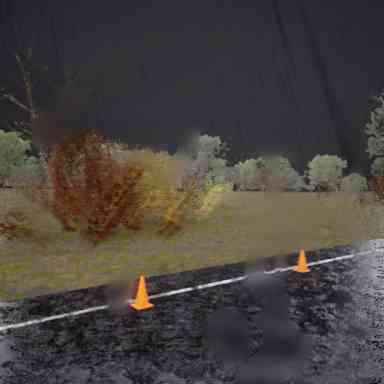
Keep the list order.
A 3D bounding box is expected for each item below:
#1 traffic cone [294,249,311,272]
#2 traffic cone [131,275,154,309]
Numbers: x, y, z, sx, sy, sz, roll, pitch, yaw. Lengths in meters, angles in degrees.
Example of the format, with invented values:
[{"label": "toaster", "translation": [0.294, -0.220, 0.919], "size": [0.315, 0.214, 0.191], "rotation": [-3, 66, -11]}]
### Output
[{"label": "traffic cone", "translation": [3.135, 1.927, 9.429], "size": [0.340, 0.580, 0.340], "rotation": [0, 0, -35]}, {"label": "traffic cone", "translation": [-0.975, 1.941, 6.546], "size": [0.340, 0.580, 0.340], "rotation": [0, 0, -35]}]
